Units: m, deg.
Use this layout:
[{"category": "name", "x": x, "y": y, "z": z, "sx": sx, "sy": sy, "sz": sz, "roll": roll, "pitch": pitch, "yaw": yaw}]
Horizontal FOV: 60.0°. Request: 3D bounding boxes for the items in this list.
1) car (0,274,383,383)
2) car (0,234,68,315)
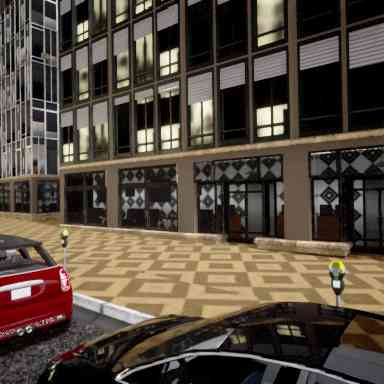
[{"category": "car", "x": 0.642, "y": 1.566, "z": 2.454, "sx": 4.313, "sy": 1.339, "sz": 1.947, "roll": 0, "pitch": -1, "yaw": 36}, {"category": "car", "x": -3.933, "y": 1.441, "z": 5.833, "sx": 4.097, "sy": 1.590, "sz": 1.967, "roll": 0, "pitch": -1, "yaw": 37}]
